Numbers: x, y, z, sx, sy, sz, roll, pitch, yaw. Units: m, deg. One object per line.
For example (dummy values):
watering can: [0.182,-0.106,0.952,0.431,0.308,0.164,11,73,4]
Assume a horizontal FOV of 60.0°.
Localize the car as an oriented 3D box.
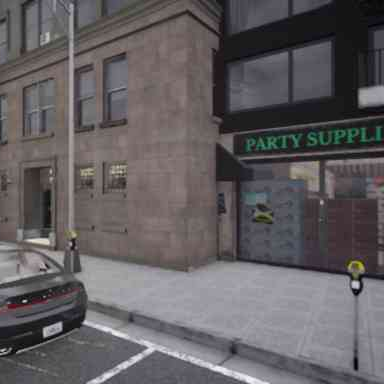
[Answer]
car: [-3.606,1.576,5.617,4.403,1.369,2.008,0,0,35]
